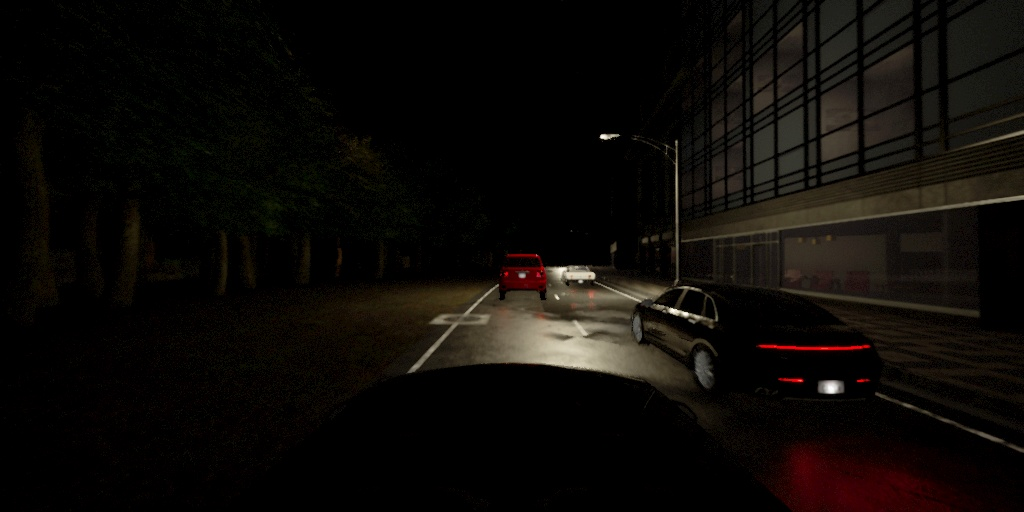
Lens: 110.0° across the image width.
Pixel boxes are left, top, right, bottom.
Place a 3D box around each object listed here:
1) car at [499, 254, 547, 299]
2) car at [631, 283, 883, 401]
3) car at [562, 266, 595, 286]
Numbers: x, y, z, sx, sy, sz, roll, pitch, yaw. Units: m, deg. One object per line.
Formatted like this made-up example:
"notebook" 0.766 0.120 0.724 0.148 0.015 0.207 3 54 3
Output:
"car" 0.572 0.938 18.034 2.150 2.045 5.566 0 0 3
"car" 3.688 1.243 6.525 1.837 1.490 4.892 0 0 1
"car" 4.504 1.324 24.920 1.895 1.301 4.718 0 0 4
